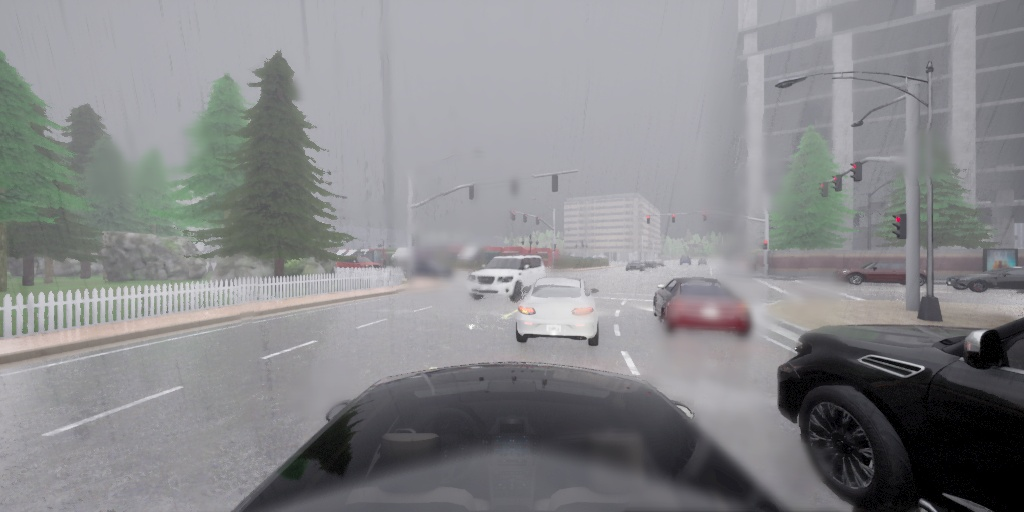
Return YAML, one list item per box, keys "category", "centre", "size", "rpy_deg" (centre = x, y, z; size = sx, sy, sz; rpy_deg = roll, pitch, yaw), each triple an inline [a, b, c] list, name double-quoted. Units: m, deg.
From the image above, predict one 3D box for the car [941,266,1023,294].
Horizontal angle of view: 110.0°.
- category: "car"
  centre: [28.002, 1.331, 20.154]
  size: [4.674, 1.442, 1.812]
  rpy_deg: [0, 0, 29]

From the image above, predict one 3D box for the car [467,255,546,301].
- category: "car"
  centre: [-0.009, 0.968, 17.331]
  size: [2.150, 2.045, 5.566]
  rpy_deg: [0, 0, 24]

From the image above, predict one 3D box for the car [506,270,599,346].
- category: "car"
  centre: [1.275, 1.276, 9.412]
  size: [1.812, 1.442, 4.674]
  rpy_deg: [0, 0, 11]

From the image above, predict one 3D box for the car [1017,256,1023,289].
- category: "car"
  centre: [34.251, 1.027, 20.657]
  size: [5.566, 2.045, 2.150]
  rpy_deg: [0, 0, 30]

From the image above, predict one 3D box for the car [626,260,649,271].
- category: "car"
  centre: [16.479, 1.314, 47.666]
  size: [1.994, 1.385, 4.181]
  rpy_deg: [0, 0, 29]

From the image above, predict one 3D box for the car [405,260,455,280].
- category: "car"
  centre: [-7.321, 1.157, 31.939]
  size: [4.553, 1.767, 2.097]
  rpy_deg: [0, 0, 30]

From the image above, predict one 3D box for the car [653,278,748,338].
- category: "car"
  centre: [5.296, 1.314, 10.419]
  size: [1.994, 1.385, 4.181]
  rpy_deg: [0, 0, 17]

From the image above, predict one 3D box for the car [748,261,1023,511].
- category: "car"
  centre: [3.737, 0.971, 1.190]
  size: [2.150, 2.045, 5.566]
  rpy_deg: [0, 0, 0]

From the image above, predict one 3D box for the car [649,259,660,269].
- category: "car"
  centre: [21.815, 1.351, 57.197]
  size: [1.895, 1.301, 4.718]
  rpy_deg: [0, 0, 29]

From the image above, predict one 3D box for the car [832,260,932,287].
- category: "car"
  centre: [25.914, 1.157, 25.388]
  size: [4.553, 1.767, 2.097]
  rpy_deg: [0, 0, 30]

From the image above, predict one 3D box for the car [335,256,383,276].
- category: "car"
  centre: [-15.663, 1.027, 36.674]
  size: [5.566, 2.045, 2.150]
  rpy_deg: [0, 0, 30]

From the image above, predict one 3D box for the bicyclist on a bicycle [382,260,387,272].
- category: "bicyclist on a bicycle"
  centre: [-15.735, 1.258, 44.274]
  size: [0.582, 1.620, 1.656]
  rpy_deg: [0, 0, -23]
